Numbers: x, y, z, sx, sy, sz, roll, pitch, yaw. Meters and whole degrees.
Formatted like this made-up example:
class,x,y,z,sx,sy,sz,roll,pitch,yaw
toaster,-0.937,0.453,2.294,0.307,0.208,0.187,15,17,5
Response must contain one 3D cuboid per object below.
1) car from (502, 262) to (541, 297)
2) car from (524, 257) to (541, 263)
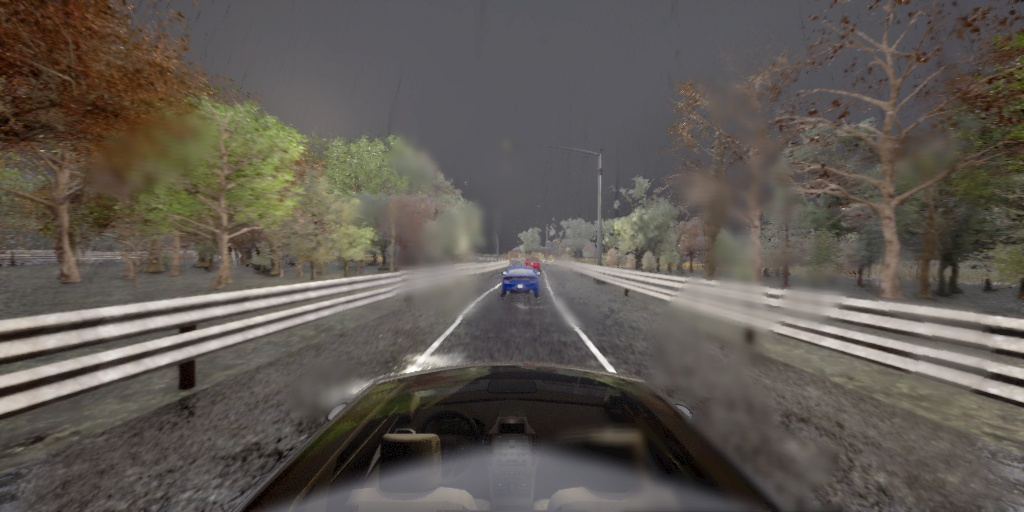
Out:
class,x,y,z,sx,sy,sz,roll,pitch,yaw
car,0.537,1.289,19.557,1.882,1.535,5.008,0,0,3
car,2.802,1.155,49.561,2.150,2.045,5.566,1,0,4
